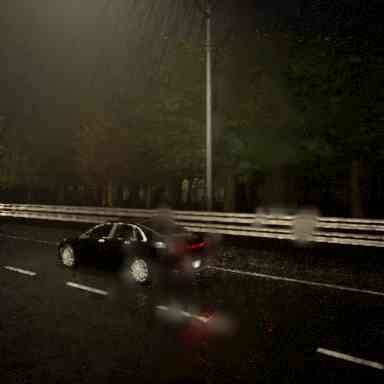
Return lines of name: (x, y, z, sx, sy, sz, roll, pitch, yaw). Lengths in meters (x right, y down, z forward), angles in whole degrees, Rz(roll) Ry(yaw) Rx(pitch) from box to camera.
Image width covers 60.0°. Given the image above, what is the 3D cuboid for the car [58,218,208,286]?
car: (-1.859, 1.509, 9.495, 4.892, 1.490, 1.837, 0, 0, 36)
